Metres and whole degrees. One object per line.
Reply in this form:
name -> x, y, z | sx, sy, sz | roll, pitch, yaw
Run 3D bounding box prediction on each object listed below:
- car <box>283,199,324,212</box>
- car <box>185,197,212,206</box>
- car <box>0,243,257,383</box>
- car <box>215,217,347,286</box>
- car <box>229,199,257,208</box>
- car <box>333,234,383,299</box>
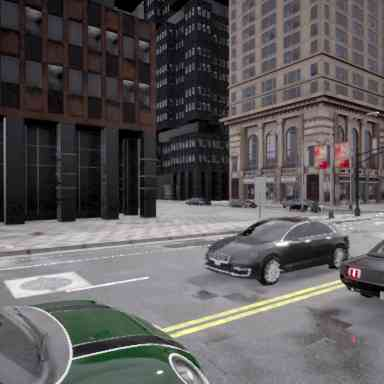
car -> 12.716, 1.514, 38.213 | 2.128, 1.511, 4.902 | 0, 0, -35
car -> 0.986, 1.594, 54.809 | 2.033, 1.411, 5.357 | 0, 0, -36
car -> -1.997, 1.352, 2.014 | 4.553, 1.767, 2.097 | 0, 0, -35
car -> 2.603, 1.505, 9.535 | 4.892, 1.490, 1.837 | 1, 0, -36
car -> 7.050, 1.597, 46.215 | 1.994, 1.385, 4.181 | 0, 0, -36
car -> 5.347, 1.600, 7.256 | 4.718, 1.301, 1.895 | 0, 0, -35
